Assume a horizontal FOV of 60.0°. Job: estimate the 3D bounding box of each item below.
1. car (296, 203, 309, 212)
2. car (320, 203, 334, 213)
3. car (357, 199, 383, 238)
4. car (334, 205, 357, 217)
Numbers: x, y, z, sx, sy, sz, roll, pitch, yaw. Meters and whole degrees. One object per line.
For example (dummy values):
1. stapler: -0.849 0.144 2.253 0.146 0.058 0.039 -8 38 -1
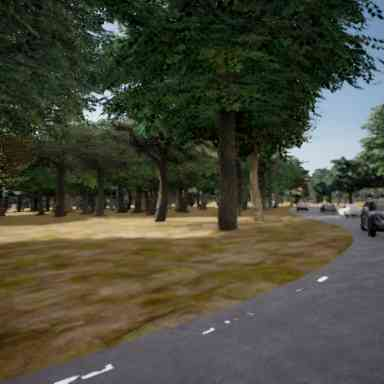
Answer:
1. car: 19.649 2.672 59.312 1.882 1.535 5.008 0 -1 15
2. car: 21.138 2.509 51.753 2.128 1.511 4.902 0 -1 14
3. car: 11.048 1.411 18.940 2.150 2.045 5.566 0 -1 21
4. car: 18.661 2.225 39.226 1.812 1.442 4.674 0 -1 9
